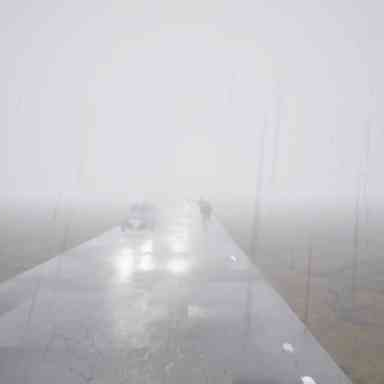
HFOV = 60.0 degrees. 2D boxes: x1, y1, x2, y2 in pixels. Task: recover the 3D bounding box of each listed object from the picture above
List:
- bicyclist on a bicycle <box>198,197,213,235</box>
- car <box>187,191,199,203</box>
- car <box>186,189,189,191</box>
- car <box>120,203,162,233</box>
[{"bbox_3d":[0.761,1.298,17.169,0.659,1.776,1.843,0,1,0],"label":"bicyclist on a bicycle"},{"bbox_3d":[0.116,1.014,55.883,1.812,1.442,4.674,0,1,0],"label":"car"},{"bbox_3d":[0.020,0.729,73.530,1.812,1.442,4.674,0,1,0],"label":"car"},{"bbox_3d":[-2.843,1.404,19.247,2.128,1.511,4.902,0,0,0],"label":"car"}]
